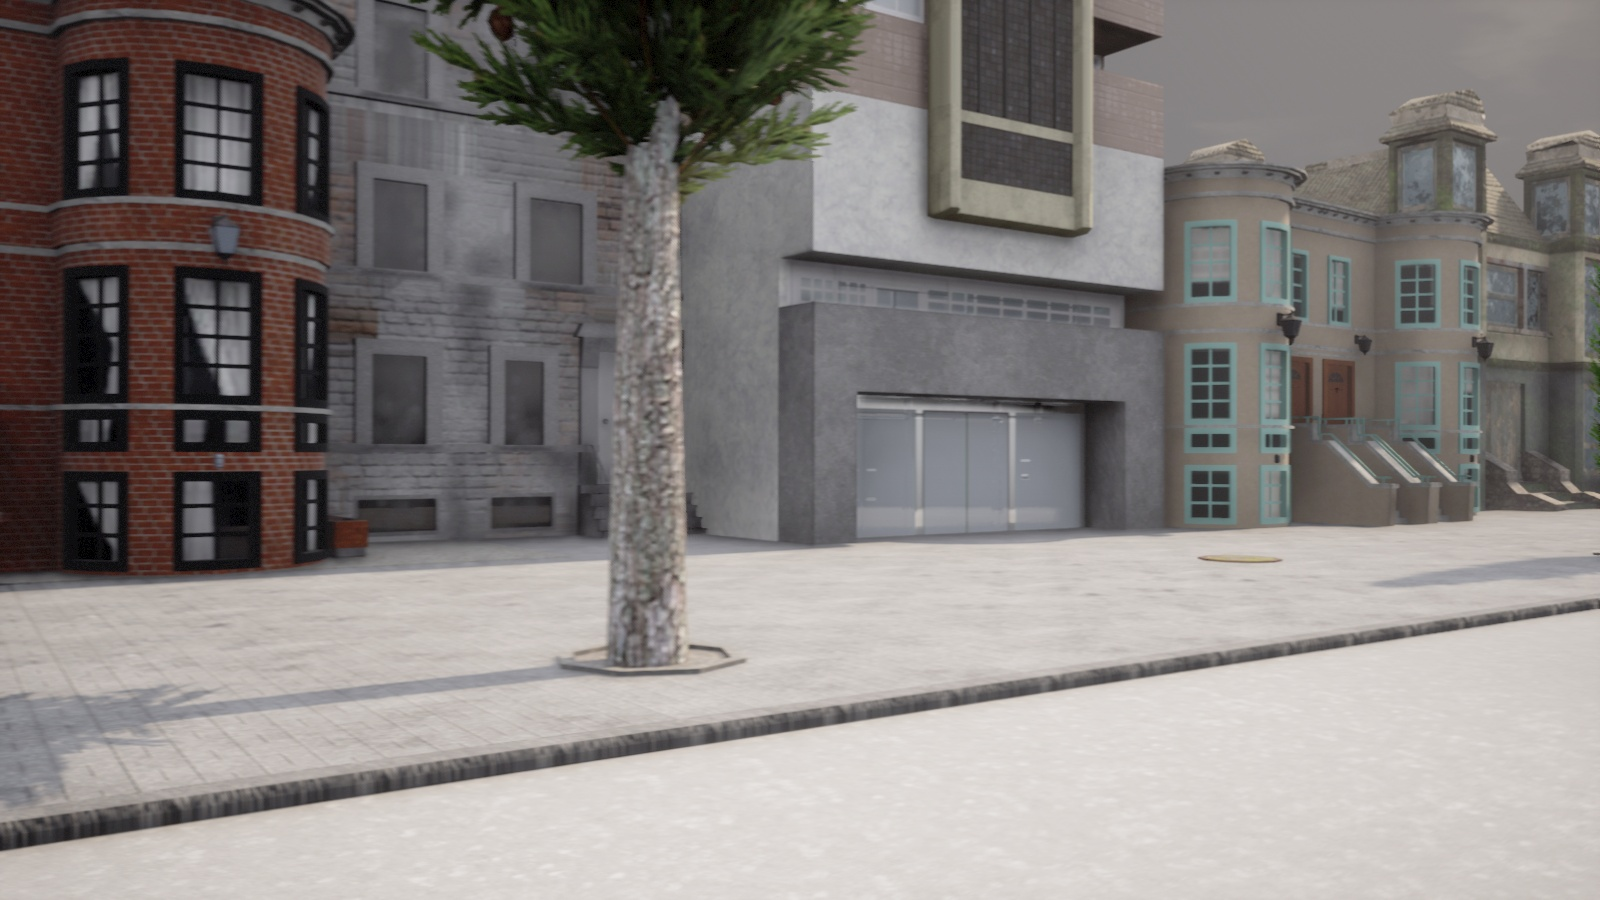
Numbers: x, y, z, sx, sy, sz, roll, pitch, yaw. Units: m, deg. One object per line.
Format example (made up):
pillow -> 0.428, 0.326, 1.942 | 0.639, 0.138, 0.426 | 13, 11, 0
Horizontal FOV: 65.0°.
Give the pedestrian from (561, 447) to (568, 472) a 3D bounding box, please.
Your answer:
pedestrian -> -17.955, 0.730, 95.740 | 0.396, 1.930, 0.692 | 0, 0, -20
